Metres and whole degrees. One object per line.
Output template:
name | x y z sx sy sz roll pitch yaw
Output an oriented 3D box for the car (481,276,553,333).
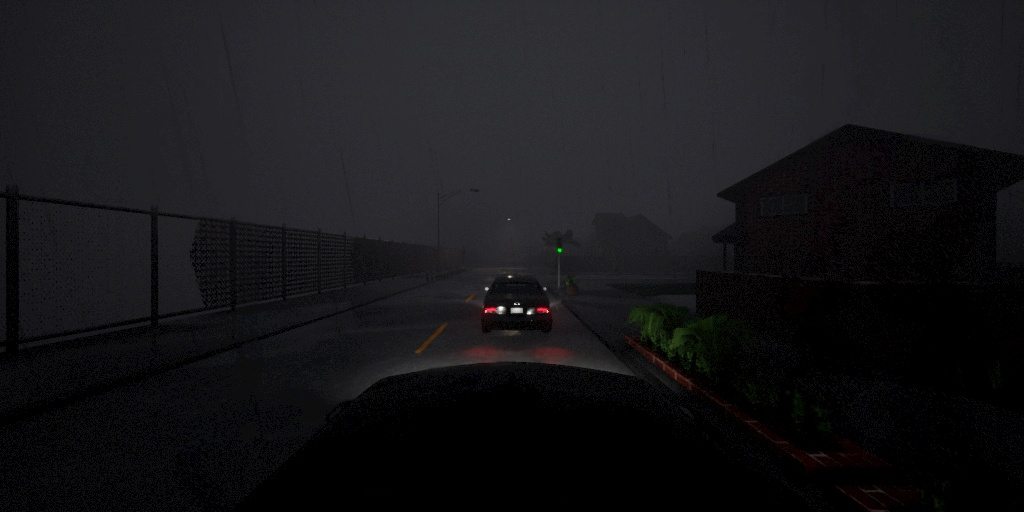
car | 0.116 1.298 10.739 2.033 1.411 5.357 0 0 0
